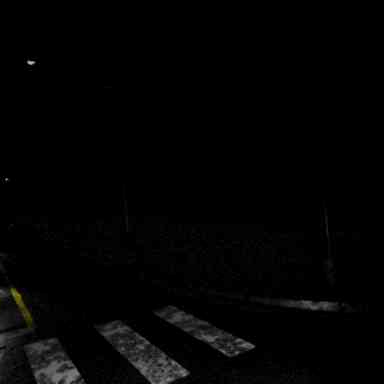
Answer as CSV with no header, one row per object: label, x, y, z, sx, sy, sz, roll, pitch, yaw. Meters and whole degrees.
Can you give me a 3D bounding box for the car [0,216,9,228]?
car,-22.876,3.555,39.325,1.994,1.385,4.181,-4,-1,-33
